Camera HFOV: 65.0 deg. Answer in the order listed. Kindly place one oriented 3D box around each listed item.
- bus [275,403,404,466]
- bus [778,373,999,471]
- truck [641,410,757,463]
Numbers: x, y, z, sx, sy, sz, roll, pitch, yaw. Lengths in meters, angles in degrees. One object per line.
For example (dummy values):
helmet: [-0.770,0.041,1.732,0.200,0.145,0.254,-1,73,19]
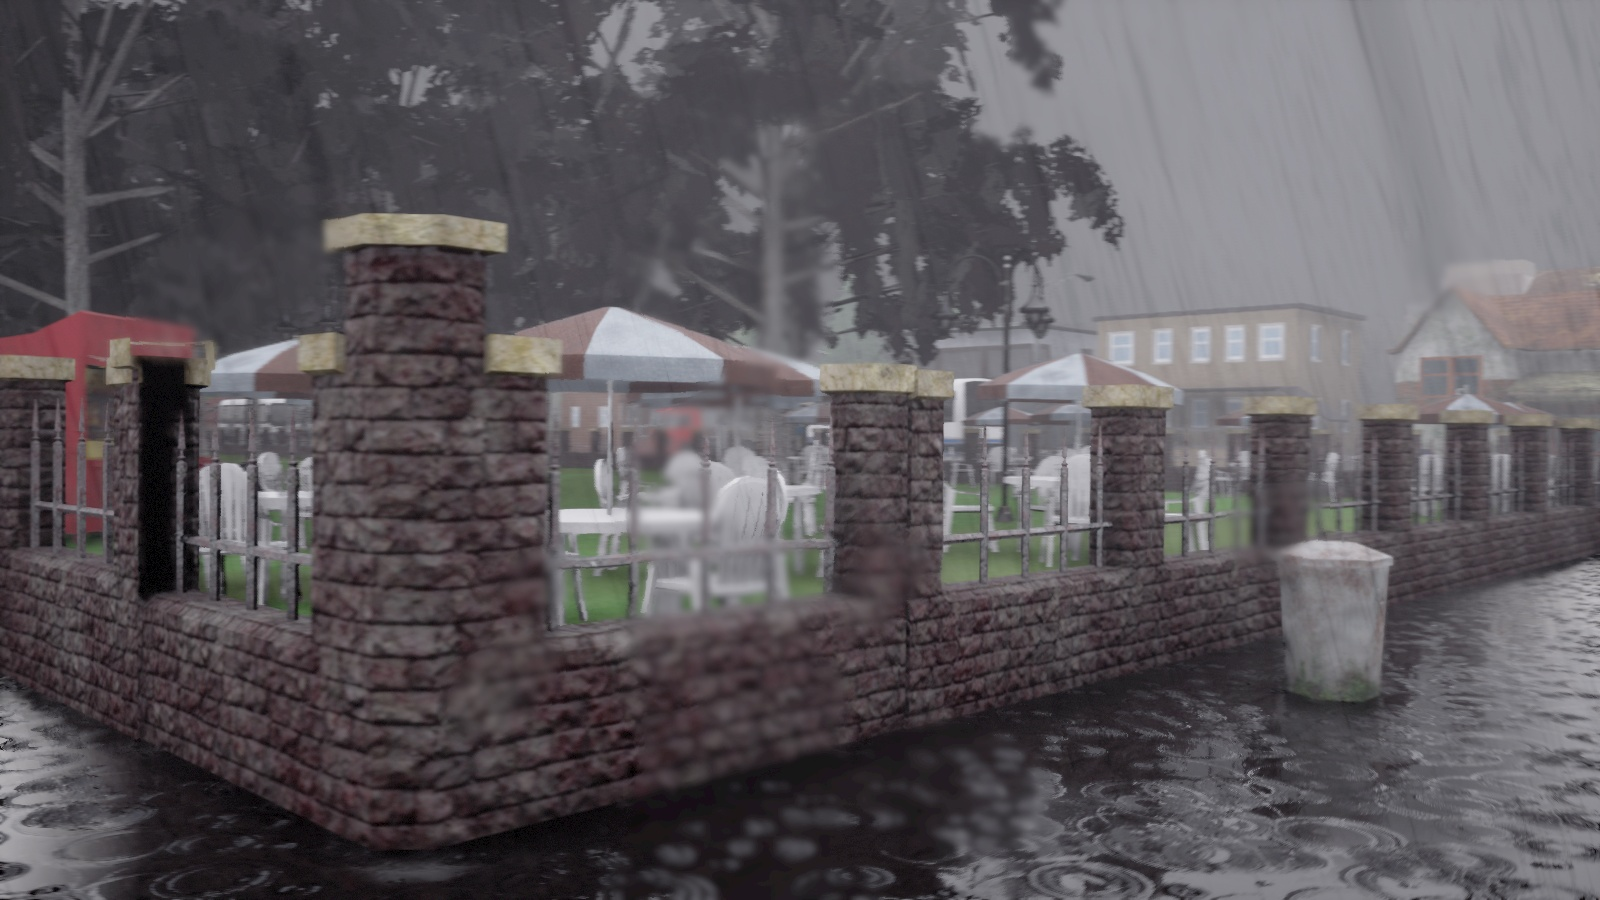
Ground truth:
bus: [-32.523,-1.042,88.483,10.273,4.253,3.944,0,1,40]
bus: [3.993,-1.218,59.438,10.273,4.253,3.944,0,1,45]
truck: [-6.779,-0.945,85.465,2.891,3.462,7.936,0,1,44]
